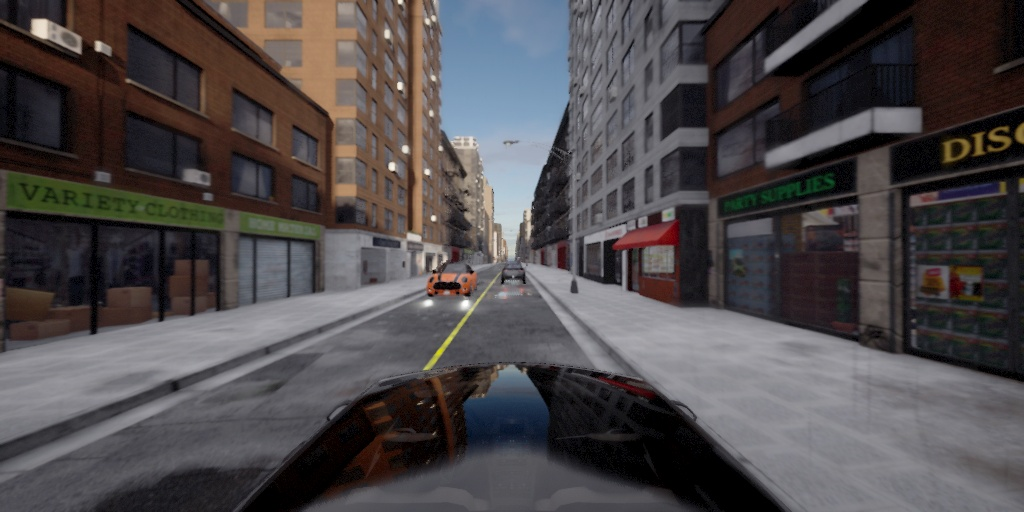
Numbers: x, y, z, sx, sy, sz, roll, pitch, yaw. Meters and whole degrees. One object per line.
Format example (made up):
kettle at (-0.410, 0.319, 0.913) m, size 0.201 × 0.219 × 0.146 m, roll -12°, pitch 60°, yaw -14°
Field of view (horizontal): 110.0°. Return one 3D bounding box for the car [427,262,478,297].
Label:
car at (-3.001, 1.109, 18.786) m, size 2.097 × 1.767 × 4.553 m, roll 0°, pitch 0°, yaw 0°

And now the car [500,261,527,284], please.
car at (0.104, 1.265, 27.614) m, size 2.128 × 1.511 × 4.902 m, roll 0°, pitch 0°, yaw 0°
